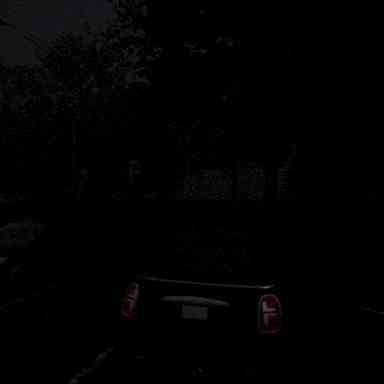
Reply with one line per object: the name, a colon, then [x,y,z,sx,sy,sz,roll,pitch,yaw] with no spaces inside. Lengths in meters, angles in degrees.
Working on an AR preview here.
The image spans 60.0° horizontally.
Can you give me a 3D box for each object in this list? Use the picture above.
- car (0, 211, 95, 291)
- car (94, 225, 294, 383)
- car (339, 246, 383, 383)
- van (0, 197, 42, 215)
car: [-4.275,1.450,9.073,2.002,1.452,4.674,1,0,15]
car: [0.580,1.337,5.629,2.185,1.767,4.553,0,0,15]
car: [3.015,1.489,3.942,2.231,1.521,4.892,1,0,15]
van: [-6.690,1.156,10.881,1.878,1.987,4.442,1,0,14]
